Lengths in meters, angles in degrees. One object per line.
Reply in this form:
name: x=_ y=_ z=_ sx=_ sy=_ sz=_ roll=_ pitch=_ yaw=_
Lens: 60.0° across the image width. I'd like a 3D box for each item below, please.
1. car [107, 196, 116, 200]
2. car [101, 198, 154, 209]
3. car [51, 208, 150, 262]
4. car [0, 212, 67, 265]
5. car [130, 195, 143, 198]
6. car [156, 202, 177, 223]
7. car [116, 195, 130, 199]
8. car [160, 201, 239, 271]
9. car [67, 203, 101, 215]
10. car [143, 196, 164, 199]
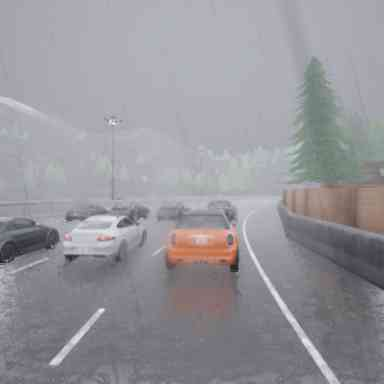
car: x=-16.189 y=1.541 z=71.411 sx=1.882 sy=1.535 sz=5.008 roll=0 pitch=0 yaw=23
car: x=-4.729 y=1.515 z=25.657 sx=2.128 sy=1.511 sz=4.902 roll=0 pitch=0 yaw=11
car: x=-2.981 y=1.536 z=12.070 sx=1.812 sy=1.442 sz=4.674 roll=0 pitch=0 yaw=5
car: x=-6.511 y=1.575 z=11.862 sx=1.994 sy=1.385 sz=4.181 roll=0 pitch=0 yaw=5
car: x=-10.064 y=1.655 z=67.967 sx=1.895 sy=1.301 sz=4.718 roll=0 pitch=0 yaw=23
car: x=-1.265 y=1.514 z=25.150 sx=2.128 sy=1.511 sz=4.902 roll=0 pitch=0 yaw=11
car: x=-13.104 y=1.417 z=69.722 sx=2.097 sy=1.767 sz=4.553 roll=0 pitch=0 yaw=23
car: x=0.452 y=1.361 z=11.172 sx=2.097 sy=1.767 sz=4.553 roll=0 pitch=0 yaw=5
car: x=-8.160 y=1.588 z=26.332 sx=1.994 sy=1.385 sz=4.181 roll=0 pitch=0 yaw=11
car: x=-6.976 y=1.563 z=66.313 sx=2.128 sy=1.511 sz=4.902 roll=0 pitch=0 yaw=24
